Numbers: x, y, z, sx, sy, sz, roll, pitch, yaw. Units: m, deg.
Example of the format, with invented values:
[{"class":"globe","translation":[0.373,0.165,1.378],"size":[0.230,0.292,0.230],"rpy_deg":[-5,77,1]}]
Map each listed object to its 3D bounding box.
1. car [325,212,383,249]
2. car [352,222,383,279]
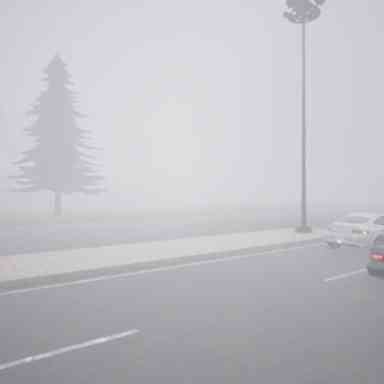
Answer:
[{"class":"car","translation":[7.130,1.517,13.170],"size":[4.674,1.442,1.812],"rpy_deg":[0,0,-35]},{"class":"car","translation":[6.613,1.540,8.531],"size":[5.357,1.411,2.033],"rpy_deg":[0,0,-35]}]
